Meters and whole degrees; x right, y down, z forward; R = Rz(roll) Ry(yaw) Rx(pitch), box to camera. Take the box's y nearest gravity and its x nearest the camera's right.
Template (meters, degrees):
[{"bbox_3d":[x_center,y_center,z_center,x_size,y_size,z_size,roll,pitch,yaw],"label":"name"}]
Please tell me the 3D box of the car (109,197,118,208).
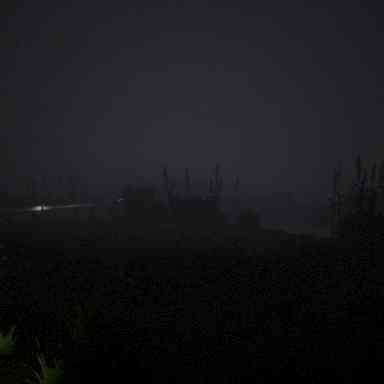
[{"bbox_3d":[-6.486,0.731,35.007,2.097,1.767,4.553,0,1,42],"label":"car"}]
